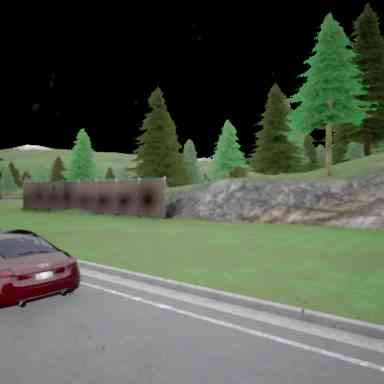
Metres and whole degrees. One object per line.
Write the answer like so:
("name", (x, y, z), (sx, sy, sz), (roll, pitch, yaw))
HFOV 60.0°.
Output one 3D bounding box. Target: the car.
("car", (-4.399, 1.555, 7.544), (4.181, 1.385, 1.994), (0, 0, 38))
